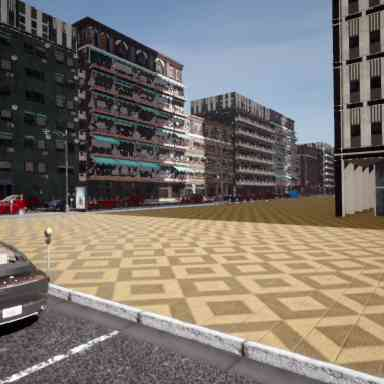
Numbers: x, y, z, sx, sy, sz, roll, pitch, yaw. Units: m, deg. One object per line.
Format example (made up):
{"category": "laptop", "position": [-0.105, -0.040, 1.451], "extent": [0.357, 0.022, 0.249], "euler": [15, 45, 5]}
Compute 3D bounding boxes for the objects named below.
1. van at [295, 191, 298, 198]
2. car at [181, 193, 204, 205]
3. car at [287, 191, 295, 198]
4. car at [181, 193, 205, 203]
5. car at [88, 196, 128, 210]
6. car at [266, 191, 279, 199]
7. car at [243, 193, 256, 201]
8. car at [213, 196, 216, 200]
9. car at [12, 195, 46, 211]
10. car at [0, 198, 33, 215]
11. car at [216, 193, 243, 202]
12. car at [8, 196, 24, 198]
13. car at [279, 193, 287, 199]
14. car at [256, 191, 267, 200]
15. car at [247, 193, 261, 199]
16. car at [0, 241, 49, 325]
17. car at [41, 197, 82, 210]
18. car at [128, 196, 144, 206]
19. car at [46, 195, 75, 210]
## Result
{"category": "van", "position": [26.202, 0.654, 86.089], "extent": [1.690, 1.788, 3.998], "euler": [-1, 0, 36]}
{"category": "car", "position": [0.148, 1.062, 50.360], "extent": [1.967, 1.590, 4.097], "euler": [-1, 0, 36]}
{"category": "car", "position": [22.948, 0.932, 81.623], "extent": [1.802, 1.307, 4.206], "euler": [-1, 0, 36]}
{"category": "car", "position": [0.218, 1.008, 60.128], "extent": [2.097, 1.767, 4.553], "euler": [-1, 0, 36]}
{"category": "car", "position": [-9.623, 1.186, 36.962], "extent": [1.967, 1.590, 4.097], "euler": [-1, 0, 36]}
{"category": "car", "position": [16.431, 0.740, 72.690], "extent": [2.192, 1.841, 5.009], "euler": [-1, 0, 36]}
{"category": "car", "position": [9.920, 1.048, 63.759], "extent": [1.887, 1.381, 4.507], "euler": [-1, 0, 36]}
{"category": "car", "position": [6.406, 1.028, 73.163], "extent": [1.967, 1.590, 4.097], "euler": [-1, 0, 36]}
{"category": "car", "position": [-19.651, 1.228, 37.435], "extent": [2.192, 1.841, 5.009], "euler": [-1, 0, 36]}
{"category": "car", "position": [-16.135, 1.413, 28.030], "extent": [1.802, 1.307, 4.206], "euler": [-1, 0, 36]}
{"category": "car", "position": [6.663, 1.093, 59.293], "extent": [2.008, 1.369, 4.403], "euler": [-1, 0, 36]}
{"category": "car", "position": [-19.978, 1.453, 32.601], "extent": [2.033, 1.411, 5.357], "euler": [-1, 0, 36]}
{"category": "car", "position": [19.690, 0.938, 77.156], "extent": [2.008, 1.369, 4.403], "euler": [-1, 0, 36]}
{"category": "car", "position": [13.177, 1.046, 68.224], "extent": [1.802, 1.307, 4.206], "euler": [-1, 0, 36]}
{"category": "car", "position": [16.178, 1.040, 86.562], "extent": [1.947, 1.339, 4.313], "euler": [-1, 0, 36]}
{"category": "car", "position": [-4.447, 1.553, 6.247], "extent": [4.403, 1.369, 2.008], "euler": [0, -1, 36]}
{"category": "car", "position": [-16.391, 1.415, 41.902], "extent": [1.887, 1.381, 4.507], "euler": [-1, 0, 36]}
{"category": "car", "position": [-8.910, 1.288, 47.751], "extent": [1.812, 1.442, 4.674], "euler": [-1, 0, 36]}
{"category": "car", "position": [-14.714, 1.189, 39.819], "extent": [2.097, 1.767, 4.553], "euler": [-1, 0, 36]}
